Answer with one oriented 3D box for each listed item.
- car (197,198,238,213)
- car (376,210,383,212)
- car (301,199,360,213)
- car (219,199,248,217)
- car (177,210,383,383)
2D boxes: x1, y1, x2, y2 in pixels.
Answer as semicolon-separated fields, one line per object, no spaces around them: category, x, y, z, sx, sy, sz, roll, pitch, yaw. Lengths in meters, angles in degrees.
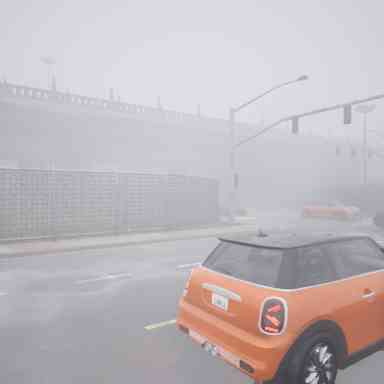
car;2.826;1.533;38.133;1.882;1.535;5.008;0;0;-36
car;12.680;1.534;18.324;1.837;1.490;4.892;0;0;-36
car;11.080;1.390;26.580;2.097;1.767;4.553;0;0;-36
car;3.292;1.619;31.462;1.994;1.385;4.181;0;0;-36
car;2.081;1.352;5.272;4.553;1.767;2.097;0;0;-35
